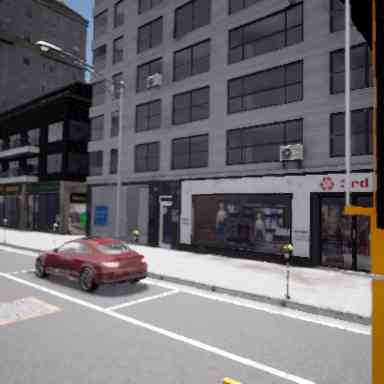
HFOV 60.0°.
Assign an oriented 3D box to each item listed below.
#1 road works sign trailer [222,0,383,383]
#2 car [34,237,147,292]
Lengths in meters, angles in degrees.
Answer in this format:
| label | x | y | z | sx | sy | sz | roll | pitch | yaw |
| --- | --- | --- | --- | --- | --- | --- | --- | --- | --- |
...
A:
| label | x | y | z | sx | sy | sz | roll | pitch | yaw |
| --- | --- | --- | --- | --- | --- | --- | --- | --- | --- |
| road works sign trailer | 1.448 | 0.623 | 2.532 | 2.880 | 3.560 | 2.380 | -1 | -3 | 40 |
| car | -3.114 | 2.008 | 10.014 | 4.206 | 1.307 | 1.802 | -1 | -3 | 40 |
